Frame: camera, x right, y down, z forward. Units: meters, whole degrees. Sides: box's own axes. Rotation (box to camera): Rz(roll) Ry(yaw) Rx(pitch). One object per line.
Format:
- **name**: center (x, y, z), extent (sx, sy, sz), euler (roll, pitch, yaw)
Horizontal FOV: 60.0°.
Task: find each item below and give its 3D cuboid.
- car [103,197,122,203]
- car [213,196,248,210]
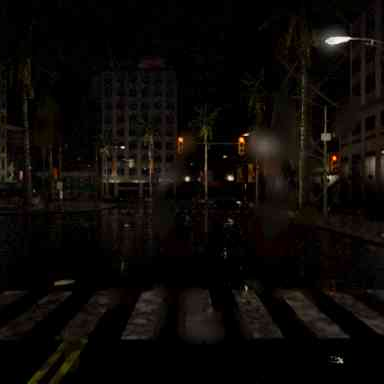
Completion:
- **car**: center (-15.919, 1.565, 66.768), extent (1.895, 1.301, 4.718), euler (0, 0, -45)
- **car**: center (4.908, 1.288, 42.110), extent (2.097, 1.767, 4.553), euler (0, 0, -44)
